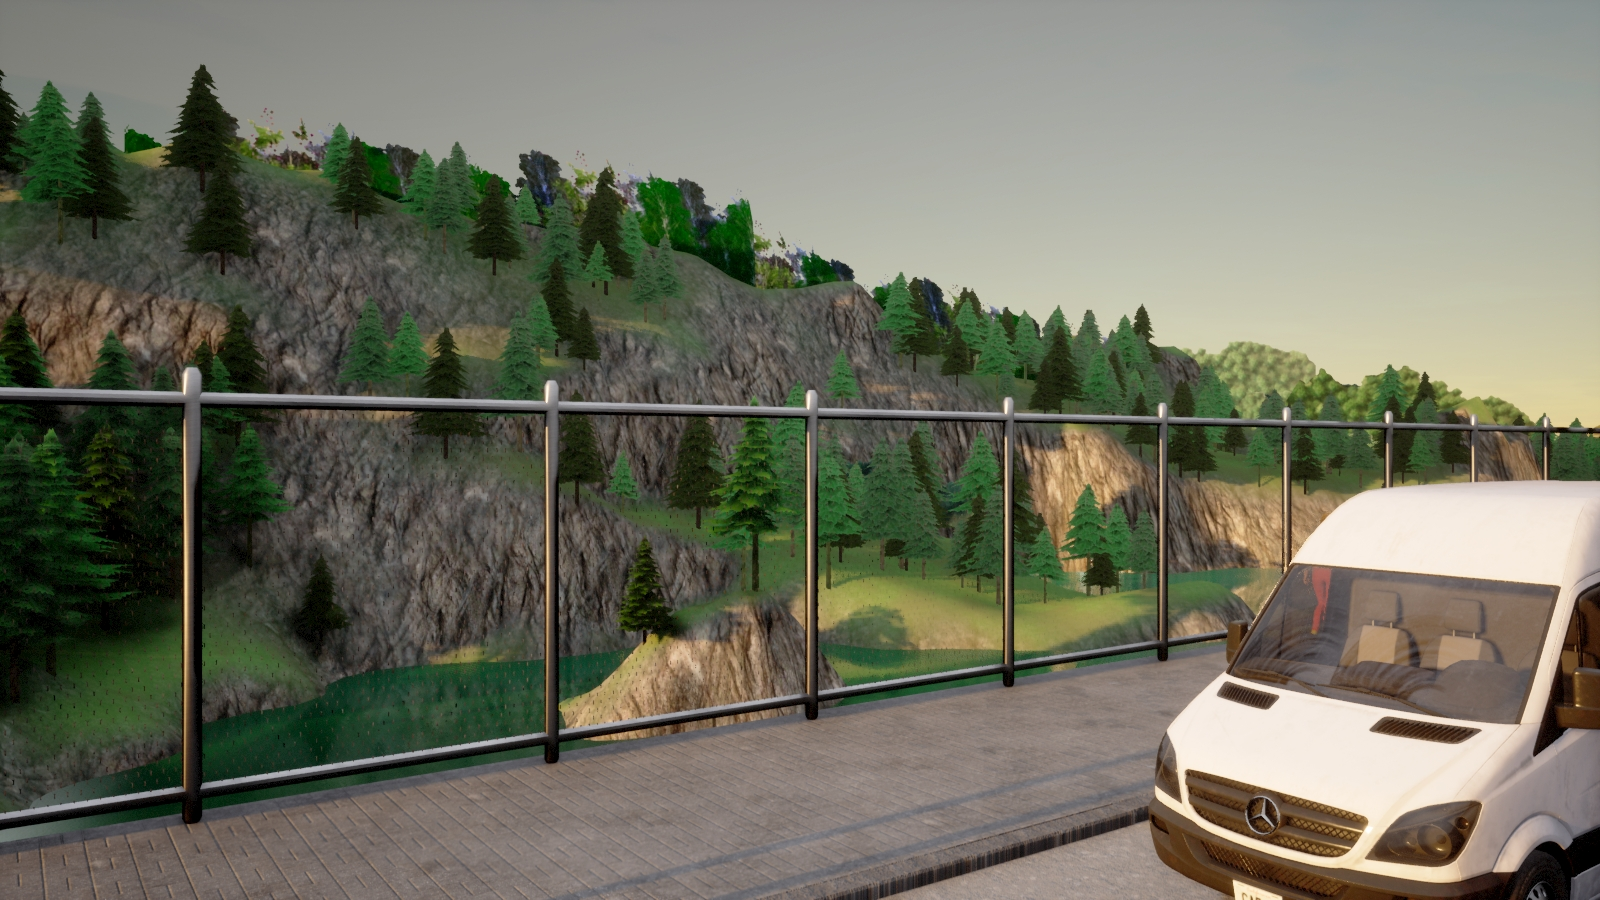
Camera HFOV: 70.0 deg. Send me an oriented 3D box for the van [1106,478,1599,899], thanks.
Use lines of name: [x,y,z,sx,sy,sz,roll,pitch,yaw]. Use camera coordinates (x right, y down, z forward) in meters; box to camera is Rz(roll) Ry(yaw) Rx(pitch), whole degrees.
van: [4.843,1.531,7.777,5.915,2.561,1.988,0,0,-35]

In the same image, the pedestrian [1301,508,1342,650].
pedestrian: [7.093,1.738,15.541,0.375,1.860,0.375,0,0,-35]
